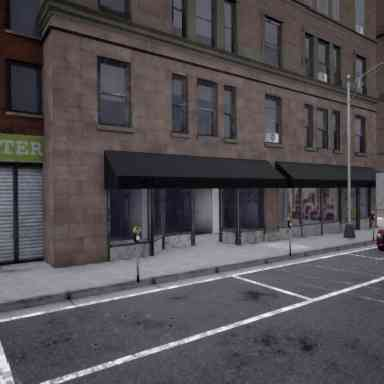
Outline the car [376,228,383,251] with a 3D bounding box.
[{"bbox_3d":[8.866,1.540,12.865,4.507,1.381,1.887,0,-1,-35],"label":"car"}]
